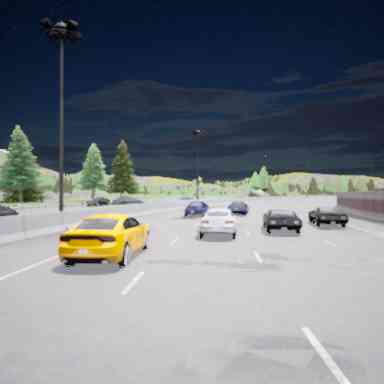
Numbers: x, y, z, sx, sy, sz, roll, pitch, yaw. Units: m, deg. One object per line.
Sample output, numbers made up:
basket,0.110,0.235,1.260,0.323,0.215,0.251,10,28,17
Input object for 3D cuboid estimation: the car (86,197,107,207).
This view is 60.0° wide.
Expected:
car,-15.090,1.585,53.674,1.837,1.490,4.892,0,0,20

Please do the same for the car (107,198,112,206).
car,-11.190,1.447,54.098,2.097,1.767,4.553,0,0,20

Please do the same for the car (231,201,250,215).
car,4.882,1.664,34.833,1.994,1.385,4.181,0,0,15

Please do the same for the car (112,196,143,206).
car,-9.166,1.637,49.509,2.033,1.411,5.357,0,0,19

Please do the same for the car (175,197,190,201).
car,-1.337,1.618,59.933,1.882,1.535,5.008,0,0,24

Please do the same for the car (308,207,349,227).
car,9.415,1.688,23.402,1.895,1.301,4.718,0,0,11

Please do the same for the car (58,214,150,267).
car,-2.776,1.497,11.590,1.882,1.535,5.008,0,0,5

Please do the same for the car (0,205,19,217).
car,-12.575,1.512,19.957,1.837,1.490,4.892,0,0,8

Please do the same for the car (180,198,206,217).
car,0.549,1.605,31.984,1.812,1.442,4.674,0,0,13

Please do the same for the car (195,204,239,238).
car,1.460,1.574,17.912,1.812,1.442,4.674,0,0,7

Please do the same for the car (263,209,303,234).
car,5.261,1.666,19.893,1.895,1.301,4.718,0,0,9
